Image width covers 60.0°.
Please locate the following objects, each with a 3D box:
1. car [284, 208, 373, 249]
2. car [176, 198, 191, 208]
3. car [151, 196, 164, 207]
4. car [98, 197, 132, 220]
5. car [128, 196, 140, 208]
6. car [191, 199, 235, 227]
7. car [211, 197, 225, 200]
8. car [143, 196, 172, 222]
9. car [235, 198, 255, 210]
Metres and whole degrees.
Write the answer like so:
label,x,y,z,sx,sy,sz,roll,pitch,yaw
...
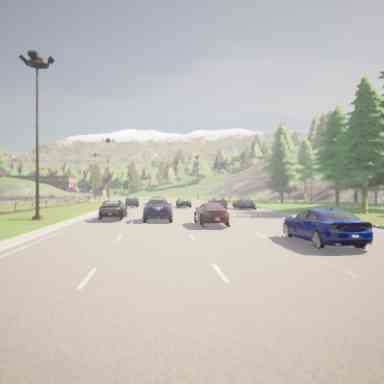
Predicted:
label,x,y,z,sx,sy,sz,roll,pitch,yaw
car,5.579,1.427,14.313,1.882,1.535,5.008,0,0,-6
car,-1.180,1.452,45.174,1.895,1.301,4.718,0,0,-6
car,-5.002,1.371,47.905,1.812,1.442,4.674,0,0,-7
car,-6.265,1.407,26.693,2.128,1.511,4.902,0,0,-6
car,-8.318,1.343,46.079,2.128,1.511,4.902,0,0,-6
car,1.264,1.452,22.023,1.812,1.442,4.674,0,0,-6
car,2.980,1.362,39.107,2.128,1.511,4.902,0,0,-6
car,-2.622,1.269,25.490,2.097,1.767,4.553,0,0,-6
car,6.328,1.427,40.737,1.994,1.385,4.181,0,0,-6
